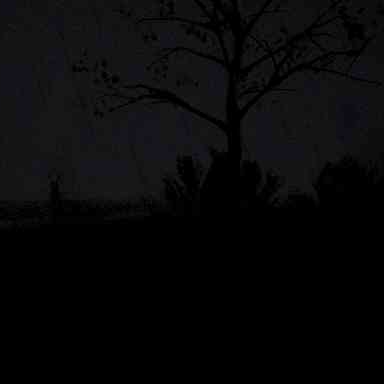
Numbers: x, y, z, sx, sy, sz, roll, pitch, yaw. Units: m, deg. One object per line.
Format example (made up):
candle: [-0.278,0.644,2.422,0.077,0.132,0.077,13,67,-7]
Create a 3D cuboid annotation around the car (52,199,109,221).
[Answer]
car: [-8.971,1.396,27.295,2.097,1.767,4.553,0,0,35]
